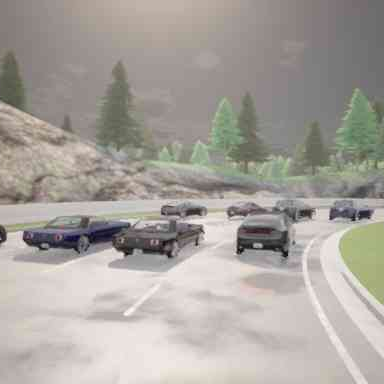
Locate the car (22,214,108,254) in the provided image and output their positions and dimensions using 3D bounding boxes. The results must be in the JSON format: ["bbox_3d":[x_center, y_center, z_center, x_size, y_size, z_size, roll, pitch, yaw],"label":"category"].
[{"bbox_3d":[-4.329,1.560,13.503,1.895,1.301,4.718,0,0,18],"label":"car"}]

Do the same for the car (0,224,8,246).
[{"bbox_3d":[-8.750,1.432,11.545,1.837,1.490,4.892,0,0,14],"label":"car"}]

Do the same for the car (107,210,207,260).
[{"bbox_3d":[-0.990,1.586,12.586,1.895,1.301,4.718,0,0,18],"label":"car"}]

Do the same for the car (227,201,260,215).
[{"bbox_3d":[4.815,1.546,28.963,1.812,1.442,4.674,0,0,41],"label":"car"}]

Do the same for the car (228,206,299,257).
[{"bbox_3d":[3.044,1.521,13.274,1.837,1.490,4.892,0,0,21],"label":"car"}]

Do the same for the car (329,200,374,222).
[{"bbox_3d":[13.219,1.438,27.477,4.553,1.767,2.097,0,0,-43],"label":"car"}]

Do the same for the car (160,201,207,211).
[{"bbox_3d":[-0.607,1.471,28.239,2.128,1.511,4.902,0,0,36],"label":"car"}]

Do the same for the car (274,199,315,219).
[{"bbox_3d":[8.525,1.402,27.801,2.097,1.767,4.553,1,0,43],"label":"car"}]
